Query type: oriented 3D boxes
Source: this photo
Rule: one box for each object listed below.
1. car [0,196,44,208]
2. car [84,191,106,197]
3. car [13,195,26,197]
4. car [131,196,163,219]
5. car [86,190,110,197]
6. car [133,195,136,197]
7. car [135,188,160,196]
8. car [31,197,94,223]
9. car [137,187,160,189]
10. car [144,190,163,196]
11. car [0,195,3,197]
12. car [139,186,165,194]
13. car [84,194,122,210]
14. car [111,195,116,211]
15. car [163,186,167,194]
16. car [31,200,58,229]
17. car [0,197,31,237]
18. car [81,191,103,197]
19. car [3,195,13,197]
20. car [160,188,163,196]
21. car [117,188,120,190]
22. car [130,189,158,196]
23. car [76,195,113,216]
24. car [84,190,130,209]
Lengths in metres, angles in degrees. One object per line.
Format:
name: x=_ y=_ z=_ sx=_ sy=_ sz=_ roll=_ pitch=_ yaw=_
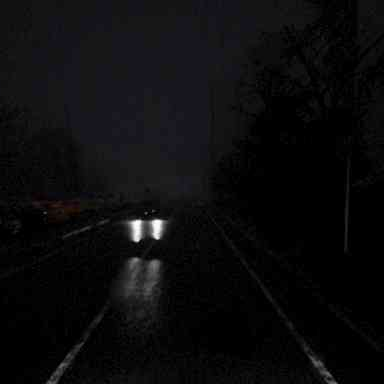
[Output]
car: x=-23.277 y=1.309 z=45.552 sx=5.008 sy=1.535 sz=2.097 roll=0 pitch=0 yaw=0
car: x=-23.517 y=0.467 z=81.012 sx=4.792 sy=1.488 sz=2.163 roll=0 pitch=1 yaw=0
car: x=-23.260 y=1.342 z=40.135 sx=4.792 sy=1.488 sz=2.163 roll=0 pitch=0 yaw=0
car: x=-3.409 y=1.308 z=27.048 sx=1.837 sy=1.490 sz=4.892 roll=0 pitch=0 yaw=0
car: x=-23.668 y=0.396 z=83.804 sx=5.366 sy=1.575 sz=1.946 roll=0 pitch=1 yaw=0
car: x=-10.177 y=1.342 z=42.886 sx=4.792 sy=1.488 sz=2.163 roll=0 pitch=0 yaw=0
car: x=-10.450 y=0.521 z=75.479 sx=4.792 sy=1.488 sz=2.163 roll=0 pitch=0 yaw=0
car: x=-10.048 y=1.321 z=23.332 sx=5.366 sy=1.575 sz=1.946 roll=0 pitch=0 yaw=0
car: x=-10.446 y=0.343 z=78.264 sx=4.553 sy=1.767 sz=2.185 roll=0 pitch=1 yaw=0
car: x=-10.361 y=0.323 z=89.406 sx=4.792 sy=1.488 sz=2.163 roll=0 pitch=2 yaw=0
car: x=-23.112 y=1.312 z=34.594 sx=5.366 sy=1.575 sz=1.946 roll=0 pitch=0 yaw=0
car: x=-10.431 y=0.149 z=83.834 sx=5.566 sy=2.045 sz=2.435 roll=0 pitch=1 yaw=0
car: x=-10.403 y=1.313 z=34.558 sx=5.366 sy=1.575 sz=1.946 roll=0 pitch=0 yaw=0
car: x=-10.228 y=1.318 z=31.781 sx=4.892 sy=1.521 sz=2.231 roll=0 pitch=0 yaw=0
car: x=-10.346 y=0.015 z=94.981 sx=4.553 sy=1.767 sz=2.185 roll=0 pitch=2 yaw=0
car: x=-10.235 y=1.345 z=17.912 sx=4.892 sy=1.521 sz=2.231 roll=0 pitch=0 yaw=0
car: x=-10.277 y=1.238 z=15.131 sx=4.553 sy=1.767 sz=2.185 roll=0 pitch=0 yaw=0
car: x=-23.498 y=0.508 z=78.100 sx=4.674 sy=1.452 sz=2.002 roll=0 pitch=0 yaw=0
car: x=-23.291 y=1.353 z=37.365 sx=4.674 sy=1.452 sz=2.002 roll=0 pitch=0 yaw=0
car: x=-10.403 y=0.439 z=81.044 sx=5.008 sy=1.535 sz=2.097 roll=0 pitch=1 yaw=0
car: x=-23.459 y=0.223 z=92.044 sx=5.008 sy=1.535 sz=2.097 roll=0 pitch=2 yaw=0
car: x=-10.398 y=0.543 z=72.695 sx=4.792 sy=1.488 sz=2.163 roll=0 pitch=0 yaw=0
car: x=-10.040 y=1.316 z=29.005 sx=5.366 sy=1.575 sz=1.946 roll=0 pitch=0 yaw=0
car: x=-10.242 y=1.064 z=37.334 sx=5.566 sy=2.045 sz=2.435 roll=0 pitch=0 yaw=0
